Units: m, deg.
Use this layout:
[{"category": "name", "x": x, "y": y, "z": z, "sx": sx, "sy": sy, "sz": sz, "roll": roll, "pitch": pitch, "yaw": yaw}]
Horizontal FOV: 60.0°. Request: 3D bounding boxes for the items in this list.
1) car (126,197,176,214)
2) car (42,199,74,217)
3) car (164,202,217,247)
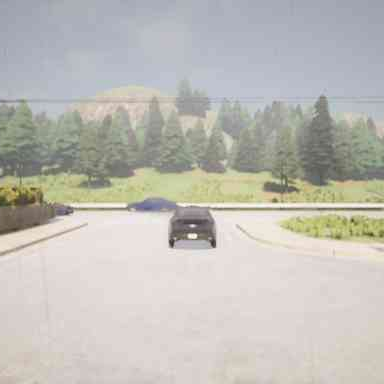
[{"category": "car", "x": -3.674, "y": 1.198, "z": 30.442, "sx": 4.674, "sy": 1.442, "sz": 1.812, "roll": 0, "pitch": 1, "yaw": 0}, {"category": "car", "x": -11.642, "y": 1.277, "z": 26.534, "sx": 4.181, "sy": 1.385, "sz": 1.994, "roll": 0, "pitch": 1, "yaw": 5}, {"category": "car", "x": 0.025, "y": 1.347, "z": 14.234, "sx": 1.837, "sy": 1.490, "sz": 4.892, "roll": 0, "pitch": -1, "yaw": 0}]
